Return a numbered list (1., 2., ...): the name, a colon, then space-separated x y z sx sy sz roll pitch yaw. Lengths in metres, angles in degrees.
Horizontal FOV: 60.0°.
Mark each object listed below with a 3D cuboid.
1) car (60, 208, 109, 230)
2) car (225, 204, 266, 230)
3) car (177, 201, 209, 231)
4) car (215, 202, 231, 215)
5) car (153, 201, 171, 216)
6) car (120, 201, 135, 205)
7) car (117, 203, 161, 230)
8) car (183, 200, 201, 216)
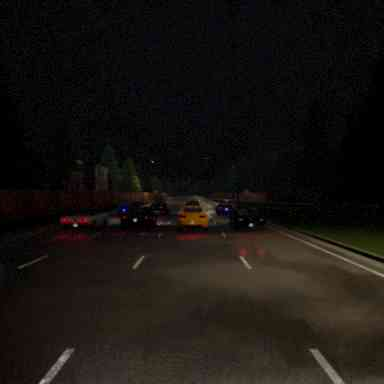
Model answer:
1. car: -6.945 1.723 22.051 1.895 1.301 4.718 0 0 0
2. car: 3.556 1.725 22.241 1.895 1.301 4.718 0 0 0
3. car: 0.053 1.598 21.566 1.882 1.535 5.008 0 0 0
4. car: 3.584 1.766 36.325 1.994 1.385 4.181 0 0 1
5. car: -3.426 1.705 35.819 1.837 1.490 4.892 0 0 1
6. car: -6.915 1.728 36.501 1.812 1.442 4.674 0 0 1
7. car: -3.442 1.687 22.201 1.994 1.385 4.181 0 0 0
8. car: 0.074 1.705 35.808 1.837 1.490 4.892 0 0 1
